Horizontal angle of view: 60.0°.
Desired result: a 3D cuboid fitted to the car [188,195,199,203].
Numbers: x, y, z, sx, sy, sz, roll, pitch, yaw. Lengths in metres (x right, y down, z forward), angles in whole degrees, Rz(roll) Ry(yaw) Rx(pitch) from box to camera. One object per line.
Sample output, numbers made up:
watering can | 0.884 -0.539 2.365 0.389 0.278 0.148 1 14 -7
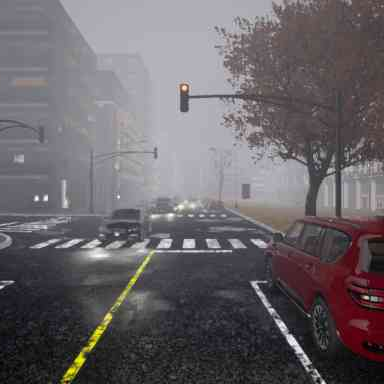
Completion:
car | 0.194 1.648 69.299 1.895 1.301 4.718 0 0 0

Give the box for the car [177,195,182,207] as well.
car | -3.027 1.572 50.988 2.033 1.411 5.357 0 0 0

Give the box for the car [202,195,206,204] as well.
car | 2.759 1.548 49.504 1.752 1.417 4.829 0 0 0

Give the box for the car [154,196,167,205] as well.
car | -5.606 1.476 60.412 1.967 1.590 4.097 0 0 0

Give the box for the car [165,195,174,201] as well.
car | -5.576 1.507 82.542 1.967 1.590 4.097 0 0 0

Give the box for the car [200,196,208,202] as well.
car | 2.797 1.584 77.168 1.752 1.417 4.829 0 0 0

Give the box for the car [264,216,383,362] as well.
car | 2.700 1.315 5.881 2.192 1.841 5.009 0 0 0

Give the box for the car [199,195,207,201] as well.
car | 2.813 1.621 88.063 1.887 1.381 4.507 0 0 0

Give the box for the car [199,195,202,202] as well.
car | 2.782 1.625 65.932 1.802 1.307 4.206 0 0 0

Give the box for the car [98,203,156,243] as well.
car | -3.080 1.506 16.077 1.837 1.490 4.892 0 0 0

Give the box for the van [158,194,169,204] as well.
van | -5.598 1.384 65.945 1.690 1.788 3.998 0 0 0

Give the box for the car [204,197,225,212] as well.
car | 2.744 1.557 38.269 1.887 1.381 4.507 0 0 0

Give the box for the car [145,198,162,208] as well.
car | -5.621 1.573 49.346 2.008 1.369 4.403 0 0 0

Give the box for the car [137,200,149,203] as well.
car | -5.636 1.563 38.280 2.008 1.369 4.403 0 0 0

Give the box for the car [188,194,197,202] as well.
car | 0.111 1.417 79.366 2.097 1.767 4.553 0 0 0

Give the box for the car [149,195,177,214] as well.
car | -3.051 1.363 36.060 2.097 1.767 4.553 0 0 0

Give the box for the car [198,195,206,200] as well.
car | 2.820 1.638 93.596 2.008 1.369 4.403 0 0 0
